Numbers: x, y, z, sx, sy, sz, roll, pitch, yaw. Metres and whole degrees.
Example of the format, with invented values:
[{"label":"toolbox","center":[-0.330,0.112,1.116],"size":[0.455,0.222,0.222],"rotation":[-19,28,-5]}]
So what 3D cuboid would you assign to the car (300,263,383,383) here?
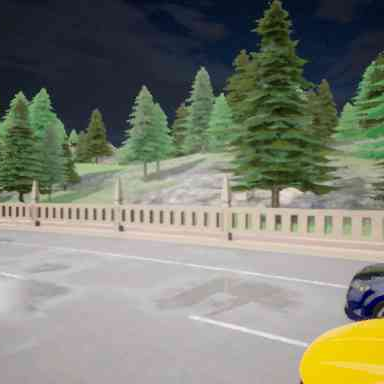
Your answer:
[{"label":"car","center":[3.079,1.462,1.633],"size":[5.008,1.535,1.882],"rotation":[0,0,37]}]

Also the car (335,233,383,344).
[{"label":"car","center":[4.554,1.537,4.854],"size":[4.181,1.385,1.994],"rotation":[0,0,36]}]
